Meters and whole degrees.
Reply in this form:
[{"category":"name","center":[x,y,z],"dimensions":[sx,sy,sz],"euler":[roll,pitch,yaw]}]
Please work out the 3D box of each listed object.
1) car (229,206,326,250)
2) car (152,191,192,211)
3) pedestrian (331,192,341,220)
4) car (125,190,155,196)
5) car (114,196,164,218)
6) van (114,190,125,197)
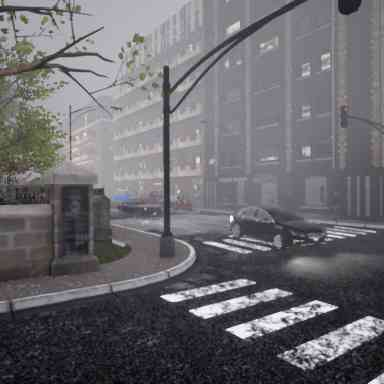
[{"category":"car","center":[3.452,1.398,14.256],"dimensions":[1.837,1.490,4.892],"euler":[1,1,-26]},{"category":"car","center":[-1.758,0.950,32.413],"dimensions":[1.967,1.590,4.097],"euler":[1,1,-36]},{"category":"pedestrian","center":[9.513,0.901,21.976],"dimensions":[0.375,1.860,0.375],"euler":[1,-1,-36]},{"category":"car","center":[-5.018,0.727,36.867],"dimensions":[2.192,1.841,5.009],"euler":[1,1,-36]},{"category":"car","center":[-3.966,1.218,25.604],"dimensions":[1.895,1.301,4.718],"euler":[0,1,-36]},{"category":"van","center":[-8.280,0.655,41.324],"dimensions":[1.690,1.788,3.998],"euler":[1,1,-36]}]
